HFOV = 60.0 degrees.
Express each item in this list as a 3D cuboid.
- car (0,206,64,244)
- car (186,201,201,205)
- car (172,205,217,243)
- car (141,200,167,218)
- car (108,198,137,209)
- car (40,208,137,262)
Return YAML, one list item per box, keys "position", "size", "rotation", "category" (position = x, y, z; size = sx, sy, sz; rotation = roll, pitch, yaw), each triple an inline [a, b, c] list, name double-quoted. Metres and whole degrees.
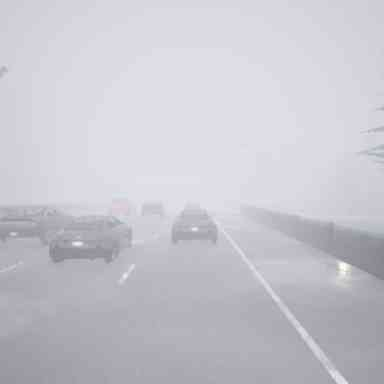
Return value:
- position: [-6.895, 1.423, 15.330]
  size: [2.128, 1.511, 4.902]
  rotation: [0, 0, 0]
  category: "car"
- position: [0.111, 1.651, 34.067]
  size: [2.033, 1.411, 5.357]
  rotation: [0, -2, 0]
  category: "car"
- position: [0.105, 1.496, 15.614]
  size: [1.994, 1.385, 4.181]
  rotation: [0, 0, 0]
  category: "car"
- position: [-3.391, 1.484, 30.331]
  size: [1.882, 1.535, 5.008]
  rotation: [0, -1, 0]
  category: "car"
- position: [-6.890, 1.434, 33.262]
  size: [2.097, 1.767, 4.553]
  rotation: [0, -2, 0]
  category: "car"
- position: [-3.396, 1.501, 11.880]
  size: [1.994, 1.385, 4.181]
  rotation: [0, 0, 0]
  category: "car"
